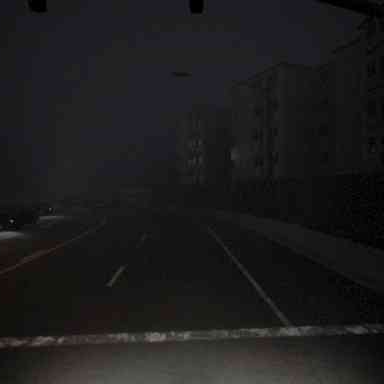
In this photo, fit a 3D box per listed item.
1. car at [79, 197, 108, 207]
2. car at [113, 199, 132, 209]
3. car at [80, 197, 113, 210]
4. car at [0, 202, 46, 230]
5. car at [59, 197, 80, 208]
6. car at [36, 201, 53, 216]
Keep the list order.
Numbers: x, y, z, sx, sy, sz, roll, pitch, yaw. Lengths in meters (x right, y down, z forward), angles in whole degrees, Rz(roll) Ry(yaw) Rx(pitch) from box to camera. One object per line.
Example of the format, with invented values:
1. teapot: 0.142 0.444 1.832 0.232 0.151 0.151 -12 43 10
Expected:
1. car: -15.841 1.579 53.348 4.902 1.511 2.128 -1 0 43
2. car: -10.137 1.632 46.429 1.895 1.301 4.718 -1 0 -34
3. car: -12.683 1.617 43.966 2.033 1.411 5.357 -1 0 -34
4. car: -11.836 1.657 22.321 2.033 1.411 5.357 -1 0 -9
5. car: -18.655 1.481 51.207 4.553 1.767 2.097 -1 0 43
6. car: -15.560 1.655 34.440 1.812 1.442 4.674 -1 0 -26
